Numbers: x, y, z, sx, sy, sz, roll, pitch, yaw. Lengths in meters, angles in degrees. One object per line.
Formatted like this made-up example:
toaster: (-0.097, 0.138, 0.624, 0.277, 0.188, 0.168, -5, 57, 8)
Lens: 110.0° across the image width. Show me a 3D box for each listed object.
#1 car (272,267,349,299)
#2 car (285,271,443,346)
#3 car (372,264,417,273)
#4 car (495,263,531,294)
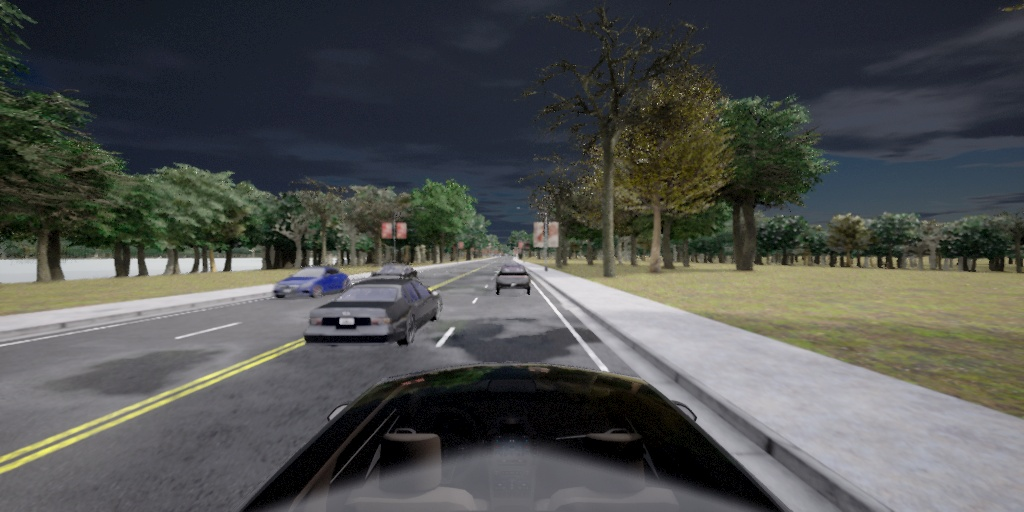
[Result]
car: (-9.875, 1.273, 18.094, 1.812, 1.442, 4.674, 0, 0, 0)
car: (-3.158, 1.295, 9.349, 2.033, 1.411, 5.357, 0, 0, 0)
car: (-6.632, 1.238, 20.315, 2.128, 1.511, 4.902, 0, 0, 0)
car: (0.063, 1.237, 20.159, 2.128, 1.511, 4.902, 0, 0, 0)
